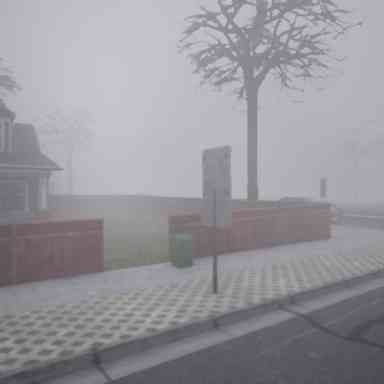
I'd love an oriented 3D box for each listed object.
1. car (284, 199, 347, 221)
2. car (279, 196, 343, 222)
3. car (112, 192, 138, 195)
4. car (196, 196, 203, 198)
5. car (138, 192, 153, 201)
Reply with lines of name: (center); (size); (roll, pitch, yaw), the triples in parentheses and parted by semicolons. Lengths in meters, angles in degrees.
car: (9.476, 1.301, 25.859); (1.994, 1.385, 4.181); (0, 1, -36)
car: (7.823, 1.127, 23.049); (2.097, 1.767, 4.553); (0, 1, -36)
car: (-10.131, 0.774, 47.898); (1.882, 1.535, 5.008); (0, 1, -35)
car: (1.458, 1.133, 31.831); (1.812, 1.442, 4.674); (0, 1, -36)
car: (-7.220, 0.802, 48.720); (1.837, 1.490, 4.892); (0, 1, -35)
